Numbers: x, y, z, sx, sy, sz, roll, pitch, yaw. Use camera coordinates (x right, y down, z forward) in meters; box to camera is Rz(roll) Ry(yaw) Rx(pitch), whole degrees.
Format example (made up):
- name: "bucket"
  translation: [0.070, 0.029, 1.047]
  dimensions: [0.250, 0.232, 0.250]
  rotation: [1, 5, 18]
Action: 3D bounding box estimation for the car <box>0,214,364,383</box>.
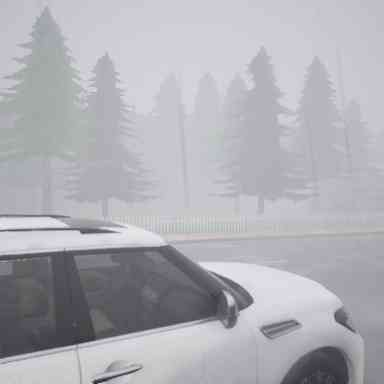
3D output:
- name: "car"
  translation: [-1.038, 1.221, 2.712]
  dimensions: [5.566, 2.045, 2.150]
  rotation: [0, 0, -31]
